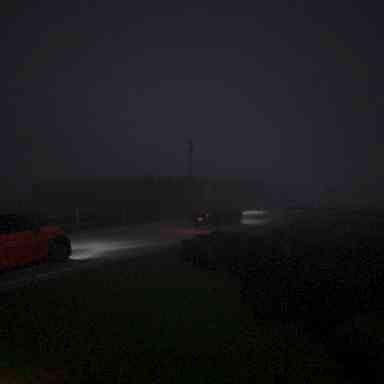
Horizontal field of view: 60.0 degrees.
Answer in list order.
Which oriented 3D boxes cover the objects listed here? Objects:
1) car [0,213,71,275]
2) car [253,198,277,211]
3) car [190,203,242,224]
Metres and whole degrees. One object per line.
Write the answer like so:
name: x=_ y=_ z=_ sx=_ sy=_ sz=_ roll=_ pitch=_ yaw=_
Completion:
car: x=-5.429 y=1.349 z=9.210 sx=2.097 sy=1.767 sz=4.553 roll=0 pitch=0 yaw=16
car: x=9.203 y=1.488 z=41.641 sx=2.128 sy=1.511 sz=4.902 roll=0 pitch=0 yaw=31
car: x=1.740 y=1.475 z=22.137 sx=1.882 sy=1.535 sz=5.008 roll=0 pitch=0 yaw=30
